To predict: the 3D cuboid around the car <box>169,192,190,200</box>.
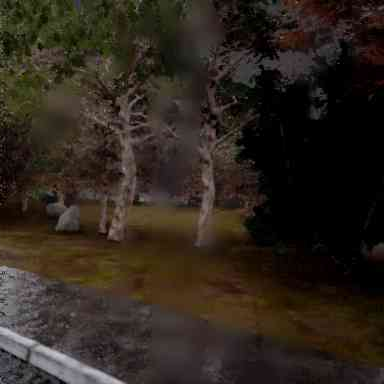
[{"bbox_3d":[-3.950,0.971,94.336,2.435,2.045,5.566,6,2,41],"label":"car"}]
